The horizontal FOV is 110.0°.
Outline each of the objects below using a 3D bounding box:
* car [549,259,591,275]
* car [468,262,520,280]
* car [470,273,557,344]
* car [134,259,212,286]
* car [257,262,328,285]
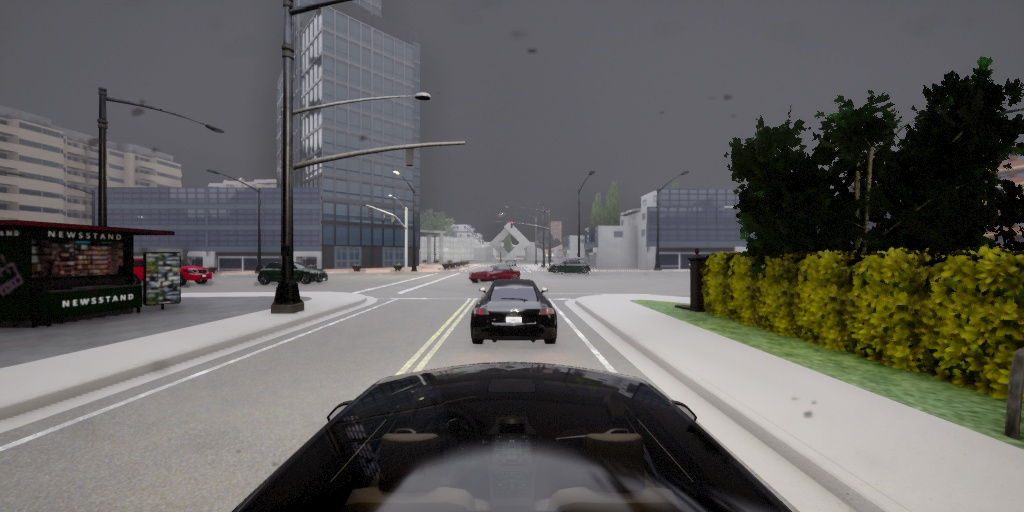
[{"bbox_3d":[6.253,1.101,38.874,4.553,1.767,2.097,0,0,10],"label":"car"},{"bbox_3d":[-1.237,1.364,26.486,1.895,1.301,4.718,0,0,29],"label":"car"},{"bbox_3d":[0.045,1.314,9.583,1.994,1.385,4.181,0,0,0],"label":"car"},{"bbox_3d":[-26.012,1.190,27.051,5.566,2.045,2.150,-1,0,-1],"label":"car"},{"bbox_3d":[-16.495,1.210,27.168,4.553,1.767,2.097,-1,0,-1],"label":"car"}]
